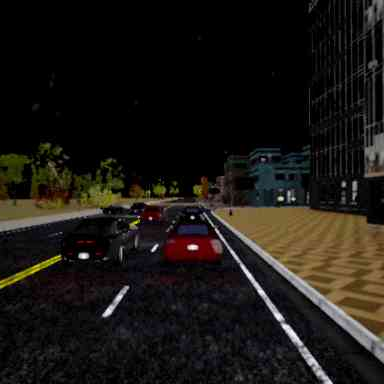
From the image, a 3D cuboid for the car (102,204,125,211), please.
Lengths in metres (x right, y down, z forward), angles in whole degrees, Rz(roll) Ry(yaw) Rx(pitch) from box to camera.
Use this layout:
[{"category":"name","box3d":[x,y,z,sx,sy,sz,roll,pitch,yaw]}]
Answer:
[{"category":"car","box3d":[-9.781,2.166,41.720,1.895,1.301,4.718,0,-1,1]}]

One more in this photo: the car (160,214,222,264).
[{"category":"car","box3d":[0.051,1.736,12.499,1.994,1.385,4.181,0,-1,1]}]

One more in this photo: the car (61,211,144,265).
[{"category":"car","box3d":[-3.200,1.675,12.328,1.837,1.490,4.892,0,0,1]}]

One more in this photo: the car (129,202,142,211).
[{"category":"car","box3d":[-6.538,2.063,41.097,1.837,1.490,4.892,0,-1,1]}]

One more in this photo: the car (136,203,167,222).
[{"category":"car","box3d":[-3.193,1.907,28.058,1.812,1.442,4.674,0,-1,0]}]

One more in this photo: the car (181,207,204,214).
[{"category":"car","box3d":[0.053,1.938,27.440,1.994,1.385,4.181,0,-1,1]}]
